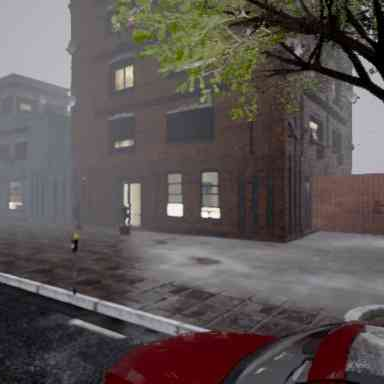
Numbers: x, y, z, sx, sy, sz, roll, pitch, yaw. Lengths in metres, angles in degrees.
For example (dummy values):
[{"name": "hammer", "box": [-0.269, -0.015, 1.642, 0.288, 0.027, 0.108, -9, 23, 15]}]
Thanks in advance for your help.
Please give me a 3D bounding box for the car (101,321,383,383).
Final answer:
[{"name": "car", "box": [1.114, 1.583, 2.080, 4.206, 1.307, 1.802, 0, 0, 35]}]
